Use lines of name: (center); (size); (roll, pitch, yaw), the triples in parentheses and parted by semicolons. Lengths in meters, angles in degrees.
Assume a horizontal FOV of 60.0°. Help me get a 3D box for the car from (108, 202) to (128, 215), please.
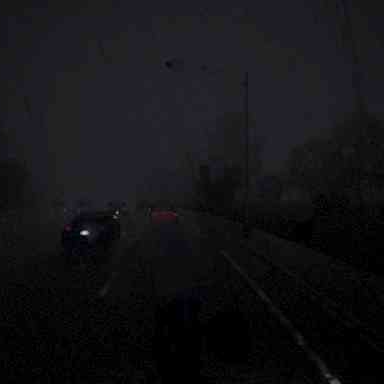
car: (-7.370, 1.590, 32.779); (1.895, 1.301, 4.718); (0, 0, -13)

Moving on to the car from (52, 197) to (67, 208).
car: (-19.427, 1.506, 48.765); (1.812, 1.442, 4.674); (0, 0, -18)

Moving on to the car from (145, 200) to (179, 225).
car: (-2.103, 1.538, 24.200); (2.033, 1.411, 5.357); (0, 0, -9)

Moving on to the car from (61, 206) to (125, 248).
car: (-4.373, 1.562, 14.925); (1.994, 1.385, 4.181); (0, 0, -6)

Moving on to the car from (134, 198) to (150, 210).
car: (-6.149, 1.477, 41.904); (2.128, 1.511, 4.902); (0, 0, -15)

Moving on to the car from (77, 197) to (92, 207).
car: (-16.032, 1.459, 49.653); (1.882, 1.535, 5.008); (0, 0, -18)
